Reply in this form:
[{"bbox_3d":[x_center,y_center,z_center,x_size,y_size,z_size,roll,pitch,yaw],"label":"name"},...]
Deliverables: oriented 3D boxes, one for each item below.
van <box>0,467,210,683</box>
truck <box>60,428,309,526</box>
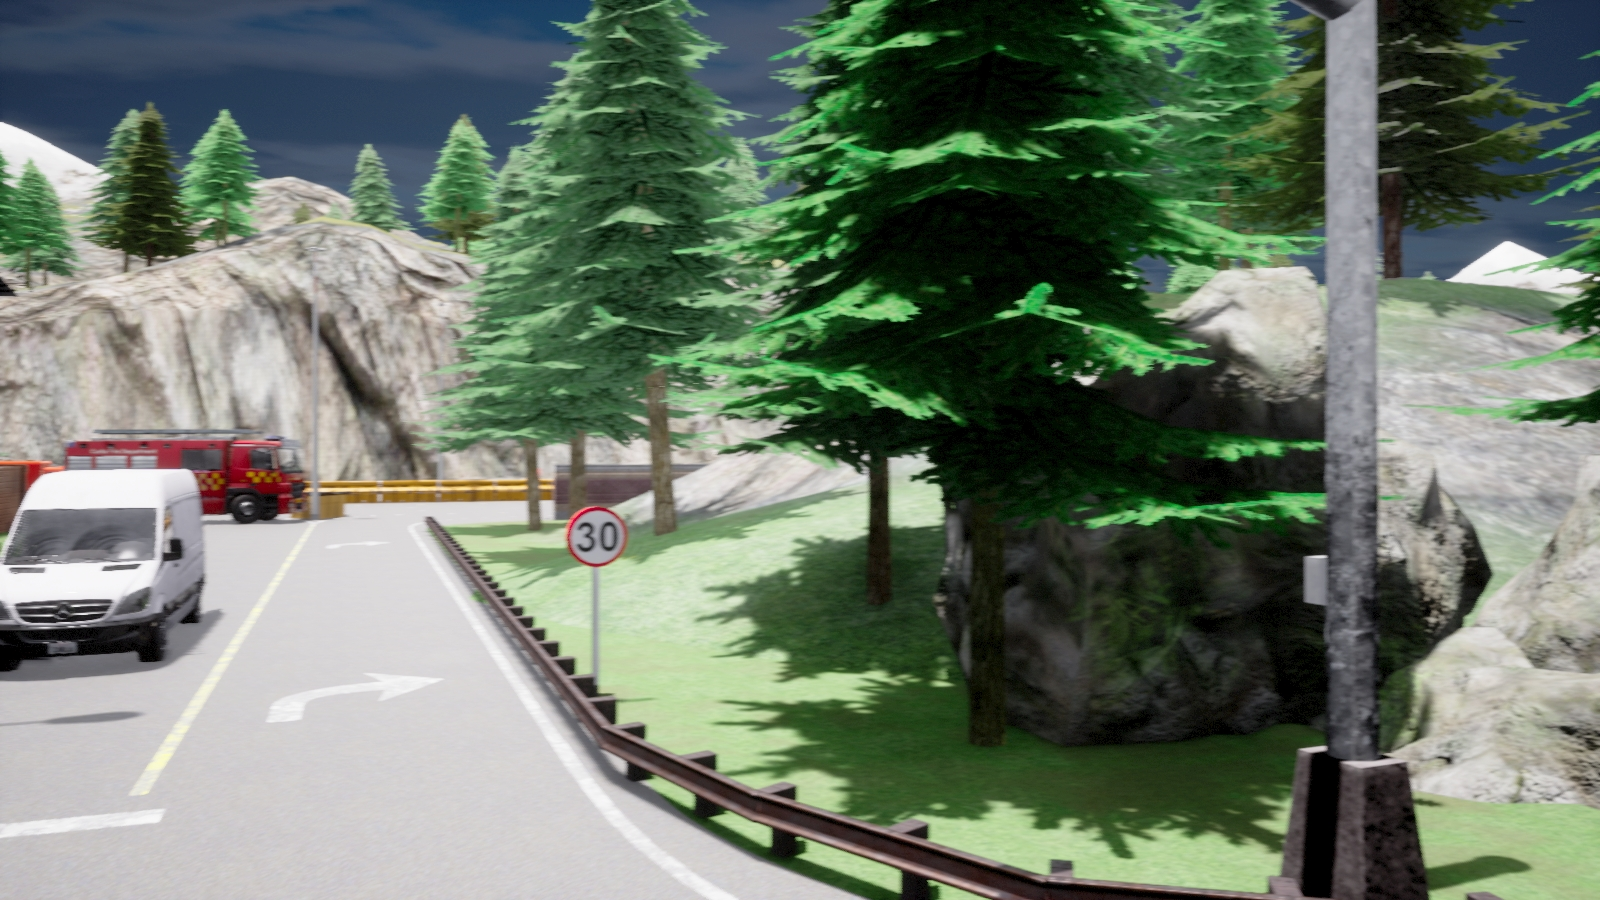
[{"bbox_3d":[-10.236,1.573,16.942,1.988,2.561,5.915,0,0,-21],"label":"van"},{"bbox_3d":[-24.900,1.052,46.636,8.468,3.827,2.891,0,0,-8],"label":"truck"}]
